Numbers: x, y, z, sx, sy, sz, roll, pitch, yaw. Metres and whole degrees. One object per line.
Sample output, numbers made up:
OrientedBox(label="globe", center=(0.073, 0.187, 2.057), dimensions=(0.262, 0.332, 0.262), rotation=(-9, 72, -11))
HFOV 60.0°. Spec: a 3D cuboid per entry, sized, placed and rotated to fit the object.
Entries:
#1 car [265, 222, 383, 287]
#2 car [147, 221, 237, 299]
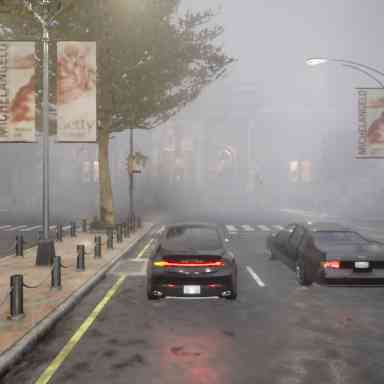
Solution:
OrientedBox(label="car", center=(3.494, 1.547, 9.362), dimensions=(2.033, 1.411, 5.357), rotation=(0, 0, 0))
OrientedBox(label="car", center=(-0.004, 1.505, 8.397), dimensions=(1.837, 1.490, 4.892), rotation=(0, 0, 0))
